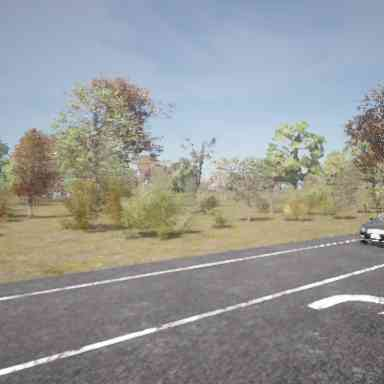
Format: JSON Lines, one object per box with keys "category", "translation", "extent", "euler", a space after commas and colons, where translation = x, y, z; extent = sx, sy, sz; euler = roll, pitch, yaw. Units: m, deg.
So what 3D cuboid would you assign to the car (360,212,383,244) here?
{"category": "car", "translation": [9.597, 1.587, 15.303], "extent": [4.902, 1.511, 2.128], "euler": [0, -1, -36]}
